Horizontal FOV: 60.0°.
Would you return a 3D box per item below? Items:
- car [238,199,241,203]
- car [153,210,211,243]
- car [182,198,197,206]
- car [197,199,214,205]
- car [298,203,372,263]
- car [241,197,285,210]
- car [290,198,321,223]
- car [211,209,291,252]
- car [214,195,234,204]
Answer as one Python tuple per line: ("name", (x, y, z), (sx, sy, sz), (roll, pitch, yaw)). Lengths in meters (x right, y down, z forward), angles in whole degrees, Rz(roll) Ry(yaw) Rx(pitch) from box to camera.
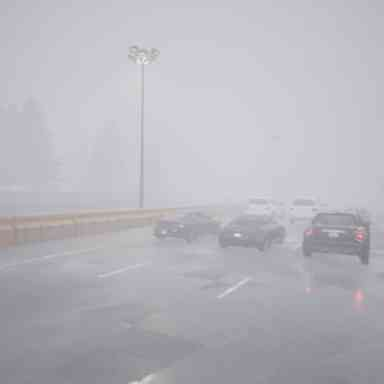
("car", (9.895, 1.953, 62.947), (1.882, 1.535, 5.008), (1, 0, 19))
("car", (-0.126, 1.623, 16.768), (1.812, 1.442, 4.674), (0, 0, 29))
("car", (-0.319, 1.933, 65.245), (2.033, 1.411, 5.357), (0, 0, 19))
("car", (3.074, 1.980, 64.579), (1.994, 1.385, 4.181), (0, 0, 19))
("car", (5.782, 1.486, 12.991), (2.097, 1.767, 4.553), (0, -1, 29))
("car", (6.431, 1.461, 28.781), (2.150, 2.045, 5.566), (0, 0, 29))
("car", (9.505, 1.482, 27.108), (2.150, 2.045, 5.566), (0, 0, 29))
("car", (2.782, 1.680, 14.796), (1.994, 1.385, 4.181), (0, 0, 29))
("car", (6.496, 1.668, 63.750), (2.150, 2.045, 5.566), (1, 0, 19))
